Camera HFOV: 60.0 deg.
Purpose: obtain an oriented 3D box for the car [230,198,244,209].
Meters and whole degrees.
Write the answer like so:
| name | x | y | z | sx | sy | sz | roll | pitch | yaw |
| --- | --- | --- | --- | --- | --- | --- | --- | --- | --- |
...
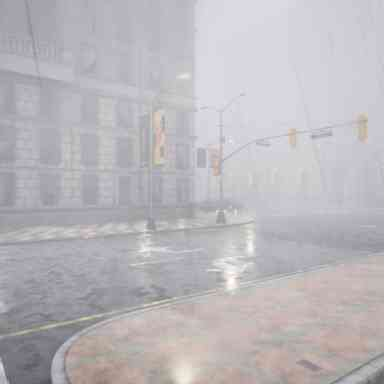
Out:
| name | x | y | z | sx | sy | sz | roll | pitch | yaw |
| --- | --- | --- | --- | --- | --- | --- | --- | --- | --- |
| car | 4.859 | 1.505 | 44.665 | 1.837 | 1.490 | 4.892 | 0 | 0 | -36 |

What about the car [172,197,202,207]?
| name | x | y | z | sx | sy | sz | roll | pitch | yaw |
| --- | --- | --- | --- | --- | --- | --- | --- | --- | --- |
| car | -0.828 | 1.547 | 52.610 | 2.033 | 1.411 | 5.357 | 0 | 0 | -35 |

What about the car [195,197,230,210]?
| name | x | y | z | sx | sy | sz | roll | pitch | yaw |
| --- | --- | --- | --- | --- | --- | --- | --- | --- | --- |
| car | 2.298 | 1.564 | 42.232 | 1.994 | 1.385 | 4.181 | 0 | 0 | -36 |
